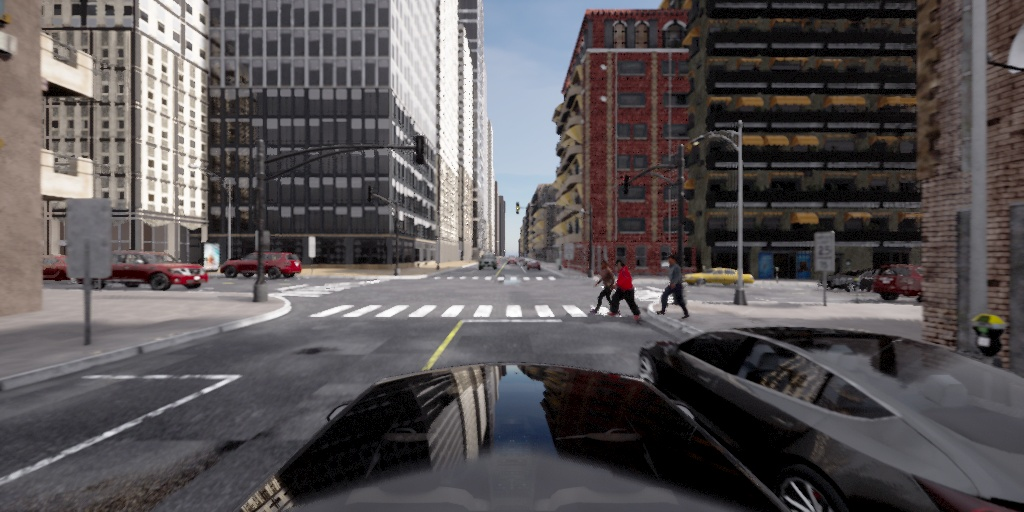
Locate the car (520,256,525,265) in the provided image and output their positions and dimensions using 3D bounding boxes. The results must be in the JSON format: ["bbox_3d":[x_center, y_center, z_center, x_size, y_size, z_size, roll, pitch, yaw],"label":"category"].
[{"bbox_3d":[2.698,1.039,58.385,2.007,1.370,4.403,0,0,0],"label":"car"}]

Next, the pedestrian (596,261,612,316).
[{"bbox_3d":[2.995,0.996,11.500,0.375,1.860,0.375,0,0,0],"label":"pedestrian"}]

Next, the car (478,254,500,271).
[{"bbox_3d":[-3.062,0.761,46.140,2.150,2.045,5.566,0,1,1],"label":"car"}]

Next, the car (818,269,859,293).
[{"bbox_3d":[22.742,1.598,23.246,4.892,1.490,1.837,1,0,0],"label":"car"}]

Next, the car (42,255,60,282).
[{"bbox_3d":[-24.408,0.712,19.640,5.008,1.535,1.882,1,0,0],"label":"car"}]

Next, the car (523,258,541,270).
[{"bbox_3d":[2.747,1.127,45.468,1.802,1.307,4.207,0,0,0],"label":"car"}]

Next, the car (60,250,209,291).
[{"bbox_3d":[-17.574,0.683,17.111,5.009,1.841,2.192,0,0,0],"label":"car"}]

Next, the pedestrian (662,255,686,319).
[{"bbox_3d":[4.608,0.850,10.199,0.375,1.860,0.375,0,0,0],"label":"pedestrian"}]

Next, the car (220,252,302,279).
[{"bbox_3d":[-17.707,0.661,25.490,5.009,1.841,2.192,0,0,0],"label":"car"}]

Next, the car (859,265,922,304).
[{"bbox_3d":[20.601,1.383,17.474,5.009,1.841,2.192,0,0,0],"label":"car"}]

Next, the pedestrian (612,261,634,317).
[{"bbox_3d":[3.374,0.999,10.899,0.375,1.860,0.375,0,0,0],"label":"pedestrian"}]

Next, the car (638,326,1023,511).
[{"bbox_3d":[2.690,1.307,3.445,1.948,1.339,4.313,0,0,0],"label":"car"}]

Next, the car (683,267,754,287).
[{"bbox_3d":[14.633,1.468,25.770,4.829,1.417,1.751,0,0,0],"label":"car"}]
